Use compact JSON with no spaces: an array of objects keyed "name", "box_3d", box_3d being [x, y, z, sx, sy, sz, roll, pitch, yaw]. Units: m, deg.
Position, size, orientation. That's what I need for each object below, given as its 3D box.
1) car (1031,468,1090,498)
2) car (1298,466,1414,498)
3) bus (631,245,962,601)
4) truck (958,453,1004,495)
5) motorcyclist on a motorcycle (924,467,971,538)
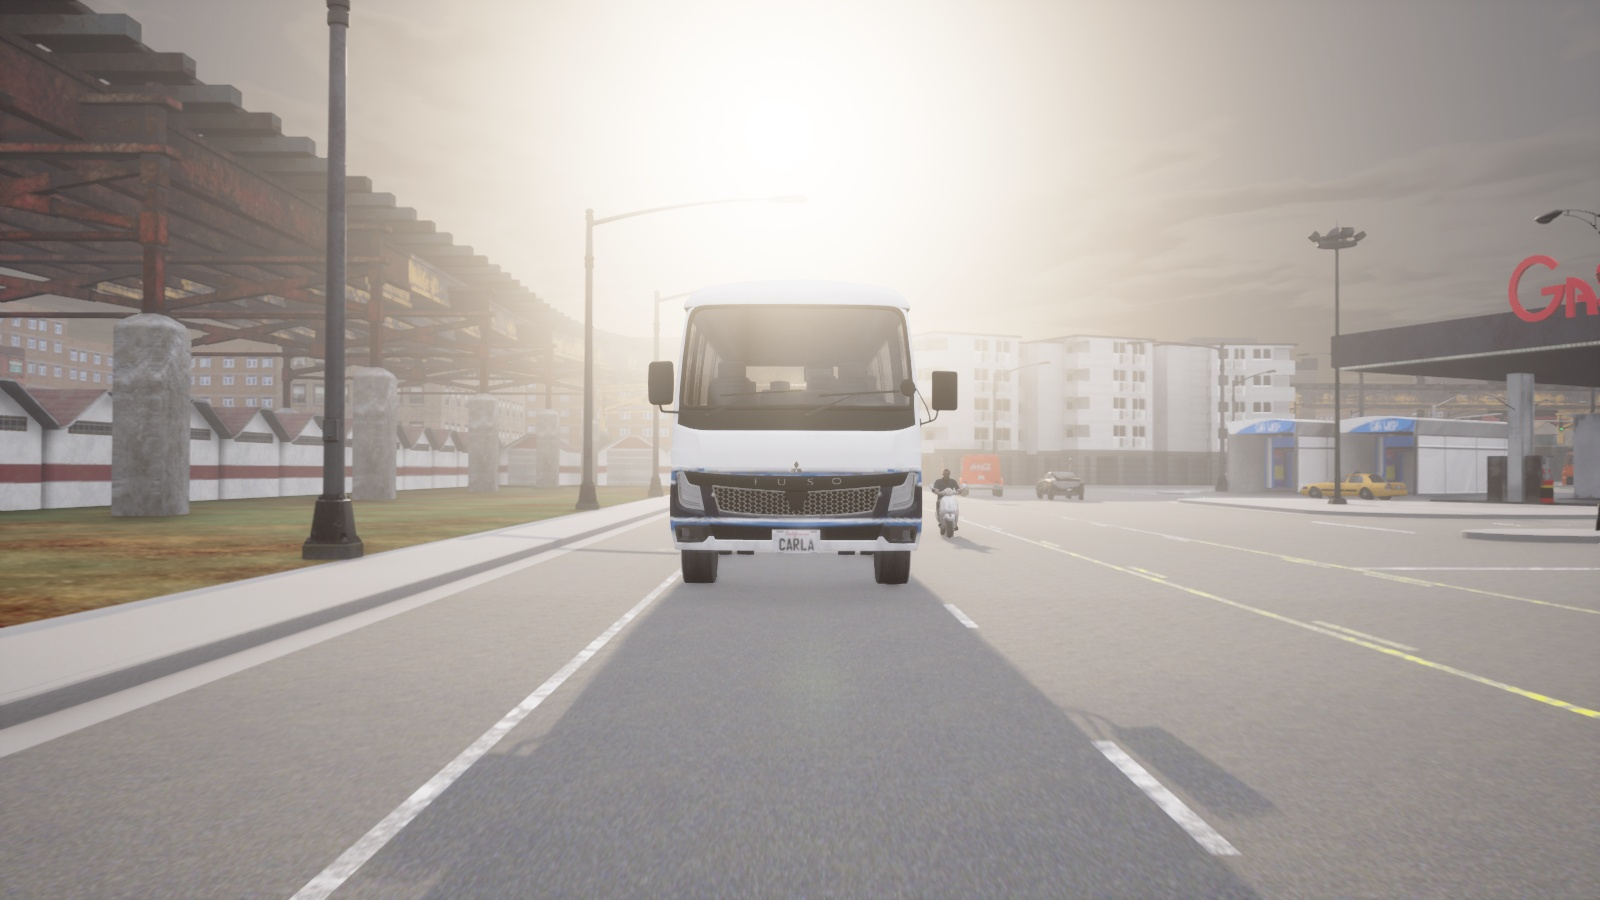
[{"name":"car","box_3d":[13.839,1.738,66.968,2.128,1.511,4.902,0,-1,0]},{"name":"car","box_3d":[28.882,1.637,65.420,1.801,1.575,5.366,0,-1,-33]},{"name":"bus","box_3d":[-0.057,-0.252,20.160,3.944,4.253,10.273,0,-1,0]},{"name":"truck","box_3d":[10.895,1.438,75.547,2.627,2.467,5.204,-1,-1,8]},{"name":"motorcyclist on a motorcycle","box_3d":[3.427,1.203,29.296,0.866,1.590,1.817,0,-1,0]}]
